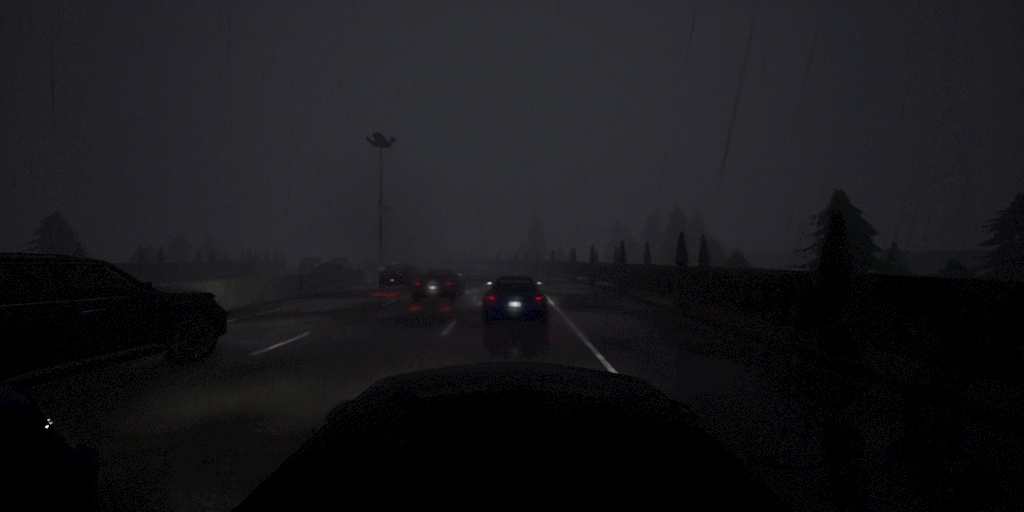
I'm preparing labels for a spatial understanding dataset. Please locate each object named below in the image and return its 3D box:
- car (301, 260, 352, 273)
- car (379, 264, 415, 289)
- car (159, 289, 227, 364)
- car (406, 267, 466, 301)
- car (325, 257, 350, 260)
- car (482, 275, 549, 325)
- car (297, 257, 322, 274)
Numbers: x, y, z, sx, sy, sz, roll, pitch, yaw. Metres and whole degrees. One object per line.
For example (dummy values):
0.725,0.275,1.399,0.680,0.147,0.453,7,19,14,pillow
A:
-14.770,1.313,28.978,1.837,1.490,4.892,0,0,-7,car
-7.108,1.266,23.361,1.882,1.535,5.008,0,0,-3,car
-6.902,0.974,4.932,2.150,2.045,5.566,0,0,0,car
-3.430,1.339,17.392,1.994,1.385,4.181,0,0,-1,car
-21.356,1.102,44.447,2.150,2.045,5.566,0,0,-16,car
0.093,1.329,11.960,1.994,1.385,4.181,0,0,0,car
-25.237,1.117,45.196,2.150,2.045,5.566,0,-1,-18,car
